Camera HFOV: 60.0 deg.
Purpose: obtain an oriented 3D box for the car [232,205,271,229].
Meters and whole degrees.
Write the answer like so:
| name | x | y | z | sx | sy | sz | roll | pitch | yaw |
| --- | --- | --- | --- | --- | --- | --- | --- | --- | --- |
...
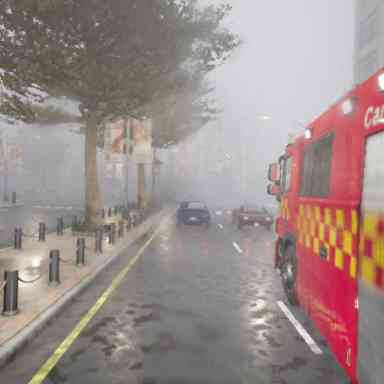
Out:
| name | x | y | z | sx | sy | sz | roll | pitch | yaw |
| --- | --- | --- | --- | --- | --- | --- | --- | --- | --- |
| car | 3.578 | 1.467 | 20.482 | 1.895 | 1.301 | 4.718 | 2 | 1 | 0 |

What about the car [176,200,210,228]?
| name | x | y | z | sx | sy | sz | roll | pitch | yaw |
| --- | --- | --- | --- | --- | --- | --- | --- | --- | --- |
| car | 0.079 | 1.245 | 20.150 | 1.882 | 1.535 | 5.008 | 2 | 1 | 0 |

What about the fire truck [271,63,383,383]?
| name | x | y | z | sx | sy | sz | roll | pitch | yaw |
| --- | --- | --- | --- | --- | --- | --- | --- | --- | --- |
| fire truck | 3.062 | 0.363 | 3.829 | 2.891 | 3.827 | 8.468 | 2 | 0 | 5 |
